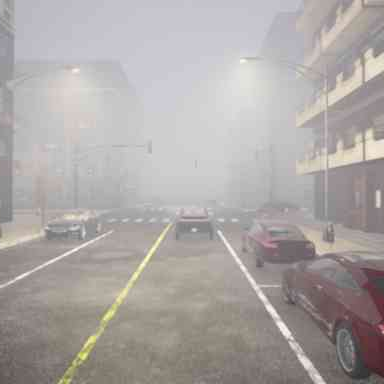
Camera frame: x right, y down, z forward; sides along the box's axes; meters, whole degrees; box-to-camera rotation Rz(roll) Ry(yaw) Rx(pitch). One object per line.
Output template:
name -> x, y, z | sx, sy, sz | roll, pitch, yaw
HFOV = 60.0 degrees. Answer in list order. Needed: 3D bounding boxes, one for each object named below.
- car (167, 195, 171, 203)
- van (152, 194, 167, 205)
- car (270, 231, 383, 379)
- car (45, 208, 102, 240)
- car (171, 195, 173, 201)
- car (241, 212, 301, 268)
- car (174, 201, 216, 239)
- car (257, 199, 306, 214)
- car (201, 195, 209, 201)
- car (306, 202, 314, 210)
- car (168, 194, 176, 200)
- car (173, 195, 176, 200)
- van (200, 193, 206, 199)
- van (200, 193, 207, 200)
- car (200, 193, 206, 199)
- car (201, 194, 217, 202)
car -> -5.476, 1.453, 60.304 | 1.947, 1.339, 4.313 | 1, 0, 0
van -> -5.584, 1.239, 54.641 | 1.690, 1.788, 3.998 | 1, 0, 0
car -> 2.668, 1.573, 5.187 | 1.802, 1.307, 4.206 | 1, 0, 0
car -> -5.769, 1.521, 16.596 | 2.008, 1.369, 4.403 | 1, 0, 0
car -> -5.437, 1.316, 65.974 | 1.967, 1.590, 4.097 | 1, 0, 0
car -> 2.668, 1.563, 10.858 | 1.802, 1.307, 4.206 | 1, 0, 0
car -> 0.104, 1.461, 17.157 | 2.128, 1.511, 4.902 | 0, 0, 0
car -> 8.565, 1.414, 32.814 | 4.181, 1.385, 1.994 | 0, -1, -7
car -> 3.013, 1.434, 77.238 | 1.802, 1.307, 4.206 | 1, 0, 0
car -> 15.549, 1.440, 38.752 | 4.507, 1.381, 1.887 | 0, 0, 1
car -> -5.294, 1.376, 88.657 | 1.887, 1.381, 4.507 | 1, 0, 0
car -> -5.367, 1.419, 77.316 | 1.947, 1.339, 4.313 | 1, 0, 0
van -> 3.125, 1.160, 94.248 | 1.690, 1.788, 3.998 | 1, 0, 0
van -> 3.089, 1.171, 88.577 | 1.690, 1.788, 3.998 | 1, 0, 0
car -> 2.977, 1.414, 71.568 | 2.008, 1.369, 4.403 | 1, 0, 0
car -> 2.965, 1.451, 52.980 | 2.008, 1.369, 4.403 | 1, 0, 0
